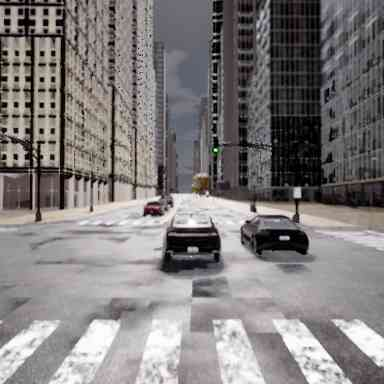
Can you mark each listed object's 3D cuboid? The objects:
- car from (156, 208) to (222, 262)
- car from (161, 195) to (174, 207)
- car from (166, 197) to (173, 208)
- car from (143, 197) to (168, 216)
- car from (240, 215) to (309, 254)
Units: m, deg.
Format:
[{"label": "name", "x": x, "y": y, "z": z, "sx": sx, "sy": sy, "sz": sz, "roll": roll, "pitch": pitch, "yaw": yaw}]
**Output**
[{"label": "car", "x": -0.023, "y": 1.522, "z": 12.249, "sx": 2.128, "sy": 1.511, "sz": 4.902, "roll": 0, "pitch": -1, "yaw": -1}, {"label": "car", "x": -4.157, "y": 1.469, "z": 54.769, "sx": 2.150, "sy": 2.045, "sz": 5.566, "roll": 0, "pitch": 0, "yaw": -1}, {"label": "car", "x": -4.018, "y": 1.750, "z": 44.056, "sx": 2.033, "sy": 1.411, "sz": 5.357, "roll": 0, "pitch": 0, "yaw": 0}, {"label": "car", "x": -3.887, "y": 1.637, "z": 34.237, "sx": 1.882, "sy": 1.535, "sz": 5.008, "roll": 0, "pitch": 0, "yaw": -1}, {"label": "car", "x": 3.204, "y": 1.622, "z": 13.650, "sx": 1.994, "sy": 1.385, "sz": 4.181, "roll": 0, "pitch": -1, "yaw": -1}]
